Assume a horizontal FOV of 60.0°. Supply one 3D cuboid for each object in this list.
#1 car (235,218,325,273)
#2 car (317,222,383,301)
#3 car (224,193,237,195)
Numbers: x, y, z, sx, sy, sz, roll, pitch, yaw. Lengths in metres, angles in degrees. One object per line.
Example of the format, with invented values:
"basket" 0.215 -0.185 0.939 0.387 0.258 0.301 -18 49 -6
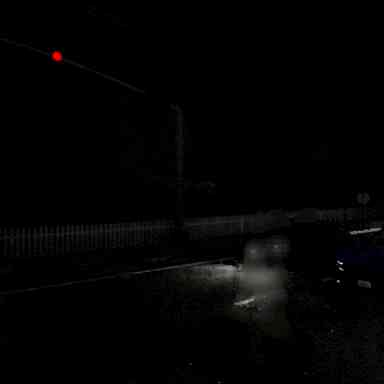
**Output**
"car" 3.399 1.556 10.706 4.181 1.385 1.994 0 0 -35
"car" 5.309 1.470 7.771 5.008 1.535 1.882 0 0 -35
"car" 6.357 0.506 57.641 2.150 2.045 5.566 0 4 -37
